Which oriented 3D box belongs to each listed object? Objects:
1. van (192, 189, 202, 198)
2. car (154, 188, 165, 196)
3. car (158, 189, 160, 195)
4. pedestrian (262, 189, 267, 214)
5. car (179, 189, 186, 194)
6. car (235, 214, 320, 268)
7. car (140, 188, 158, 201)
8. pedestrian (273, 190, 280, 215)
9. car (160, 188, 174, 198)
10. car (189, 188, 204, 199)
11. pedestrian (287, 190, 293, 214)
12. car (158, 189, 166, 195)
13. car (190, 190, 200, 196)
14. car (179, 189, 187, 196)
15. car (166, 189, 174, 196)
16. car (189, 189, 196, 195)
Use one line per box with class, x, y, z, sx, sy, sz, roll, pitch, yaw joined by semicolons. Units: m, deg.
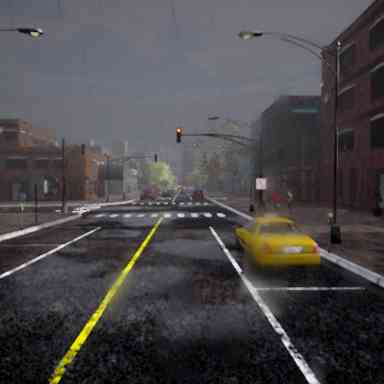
van;0.917;0.238;64.974;1.690;1.788;3.998;0;1;-2
car;-7.916;-0.081;81.367;2.192;1.841;5.009;0;1;-2
car;-7.308;0.527;59.207;1.887;1.381;4.507;0;1;-2
pedestrian;5.430;0.723;25.081;0.375;1.860;0.375;0;2;-2
car;-2.461;-0.163;90.204;1.882;1.535;5.008;0;1;-2
car;2.409;1.349;10.494;1.752;1.417;4.829;0;1;-2
car;-7.158;0.392;53.662;2.192;1.841;5.009;0;1;-2
pedestrian;6.074;0.743;23.899;0.375;1.860;0.375;0;2;-2
car;-4.760;0.483;63.145;1.994;1.385;4.181;0;1;-1
car;1.068;0.306;59.433;2.192;1.841;5.009;0;1;-2
pedestrian;7.217;0.718;24.530;0.375;1.860;0.375;0;2;-2
car;-8.217;-0.040;92.454;1.887;1.381;4.507;0;1;-2
car;0.615;0.258;76.060;2.008;1.369;4.403;0;1;-2
car;-2.178;0.161;79.796;2.128;1.511;4.902;0;1;-2
car;-5.146;0.130;78.627;1.882;1.535;5.008;0;1;-2
car;0.159;-0.136;92.681;1.967;1.590;4.097;0;1;-2
